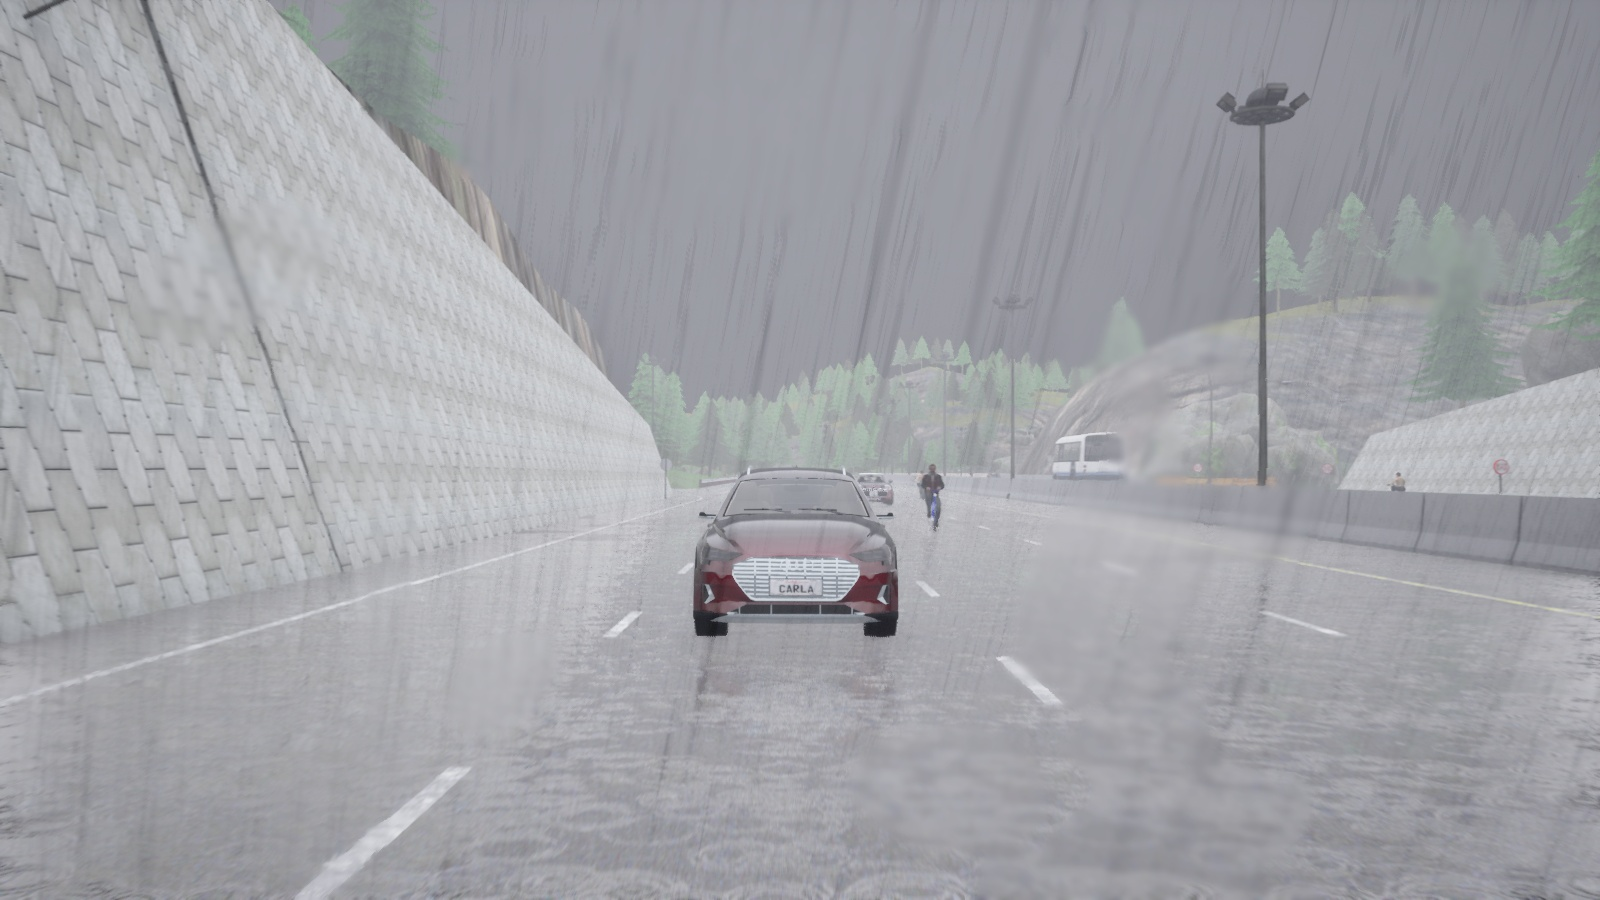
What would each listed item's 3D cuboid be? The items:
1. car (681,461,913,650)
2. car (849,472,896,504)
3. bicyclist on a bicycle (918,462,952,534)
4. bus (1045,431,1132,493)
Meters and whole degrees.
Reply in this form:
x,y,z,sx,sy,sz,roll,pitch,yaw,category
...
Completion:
x,y,z,sx,sy,sz,roll,pitch,yaw,category
-0.033,0.970,13.456,2.033,1.649,4.856,0,-1,0,car
3.357,1.750,58.741,1.970,1.475,3.806,0,-1,0,car
3.421,1.207,31.991,0.659,1.776,1.843,0,-1,0,bicyclist on a bicycle
20.772,0.883,91.283,3.944,4.253,10.273,0,-1,0,bus
